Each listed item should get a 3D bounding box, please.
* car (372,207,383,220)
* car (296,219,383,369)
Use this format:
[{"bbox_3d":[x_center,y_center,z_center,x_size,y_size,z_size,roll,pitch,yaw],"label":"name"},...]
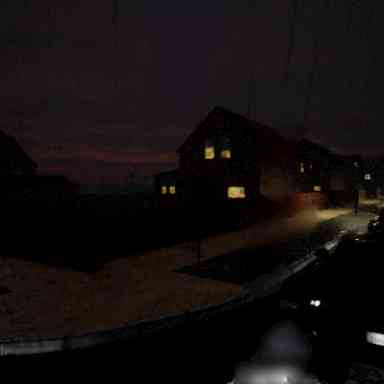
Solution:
[{"bbox_3d":[8.535,1.239,13.679,1.994,1.385,4.181,2,2,35],"label":"car"},{"bbox_3d":[3.071,1.407,5.400,1.994,1.385,4.181,2,2,30],"label":"car"}]
